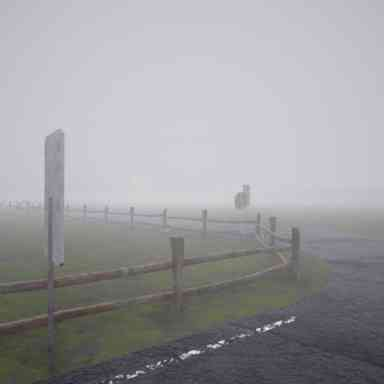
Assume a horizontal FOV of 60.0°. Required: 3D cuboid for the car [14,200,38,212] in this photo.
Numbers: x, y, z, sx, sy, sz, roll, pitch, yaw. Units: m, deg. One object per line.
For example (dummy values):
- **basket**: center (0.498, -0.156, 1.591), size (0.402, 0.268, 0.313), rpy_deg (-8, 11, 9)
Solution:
- **car**: center (-23.591, 1.886, 47.269), size (2.097, 1.767, 4.553), rpy_deg (0, -1, -44)
